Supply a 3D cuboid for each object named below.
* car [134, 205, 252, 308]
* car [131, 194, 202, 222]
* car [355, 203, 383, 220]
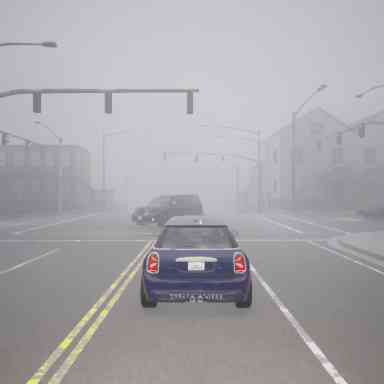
[{"bbox_3d":[0.091,1.352,8.092,2.097,1.767,4.553,0,0,0],"label":"car"},{"bbox_3d":[-1.500,1.181,22.254,2.150,2.045,5.566,-1,0,38],"label":"car"},{"bbox_3d":[16.624,1.547,27.680,5.357,1.411,2.033,0,0,-1],"label":"car"}]
